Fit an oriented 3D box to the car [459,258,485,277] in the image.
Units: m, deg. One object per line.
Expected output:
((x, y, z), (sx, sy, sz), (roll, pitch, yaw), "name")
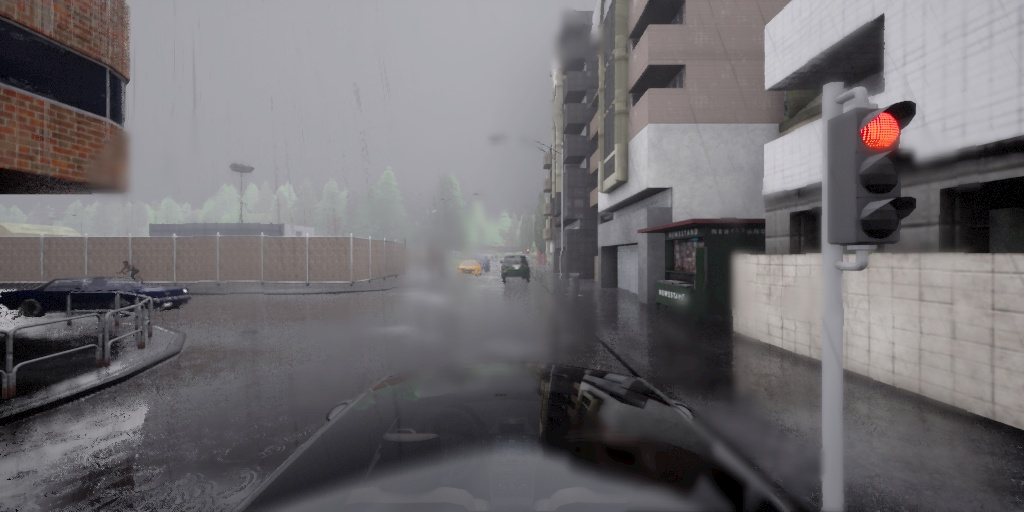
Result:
((-4.110, 1.228, 35.826), (1.882, 1.535, 5.008), (0, 0, 0), "car")

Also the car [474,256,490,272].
((-4.079, 0.971, 46.527), (2.150, 2.045, 5.566), (0, 0, 0), "car")

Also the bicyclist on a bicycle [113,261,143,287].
((-22.180, 1.099, 20.731), (0.582, 1.620, 1.656), (0, 0, 0), "bicyclist on a bicycle")

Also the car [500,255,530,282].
((0.232, 0.971, 29.338), (2.150, 2.045, 5.566), (0, 0, -2), "car")

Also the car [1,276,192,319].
((-13.986, 1.351, 12.296), (4.718, 1.301, 1.895), (0, 0, 1), "car")
